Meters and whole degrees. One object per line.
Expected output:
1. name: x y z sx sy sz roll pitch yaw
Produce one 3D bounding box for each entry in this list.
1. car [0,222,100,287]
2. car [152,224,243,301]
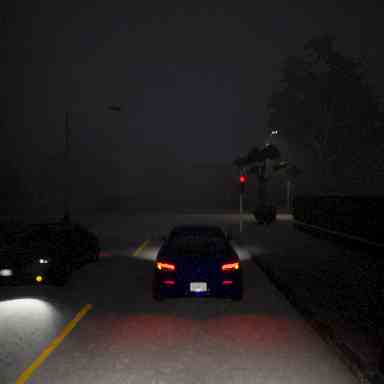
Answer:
1. car: -4.005 1.561 9.189 1.994 1.385 4.181 0 0 1
2. car: 0.120 1.523 8.214 1.812 1.442 4.674 0 0 0
